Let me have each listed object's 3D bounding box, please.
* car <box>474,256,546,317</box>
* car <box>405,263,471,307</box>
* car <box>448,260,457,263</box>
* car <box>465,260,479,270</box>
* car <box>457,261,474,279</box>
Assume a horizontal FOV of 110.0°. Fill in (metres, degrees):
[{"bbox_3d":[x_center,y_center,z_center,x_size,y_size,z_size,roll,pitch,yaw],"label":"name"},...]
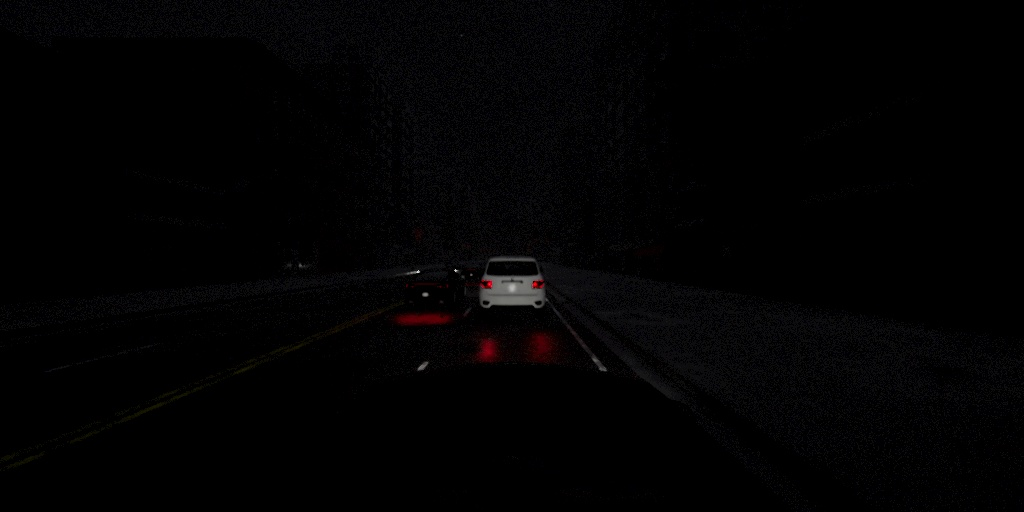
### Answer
[{"bbox_3d":[0.035,1.016,13.448,2.150,2.045,5.566,0,0,1],"label":"car"},{"bbox_3d":[-3.197,1.279,15.779,1.882,1.535,5.008,0,0,0],"label":"car"},{"bbox_3d":[-9.816,1.438,58.972,2.128,1.511,4.902,0,0,0],"label":"car"},{"bbox_3d":[-6.568,1.472,58.992,1.812,1.442,4.674,0,0,0],"label":"car"},{"bbox_3d":[-3.199,1.332,30.804,1.882,1.535,5.008,0,0,0],"label":"car"}]
